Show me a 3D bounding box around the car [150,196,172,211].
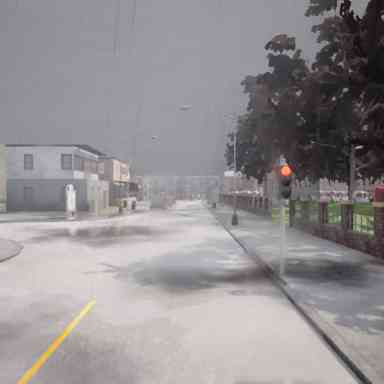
[{"bbox_3d":[-4.081,1.547,41.941,2.033,1.411,5.357,0,0,0],"label":"car"}]

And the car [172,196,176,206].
[{"bbox_3d":[-4.070,1.352,52.043,2.097,1.767,4.553,0,0,0],"label":"car"}]

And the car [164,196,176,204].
[{"bbox_3d":[-4.036,1.526,62.259,1.812,1.442,4.674,0,0,1],"label":"car"}]
